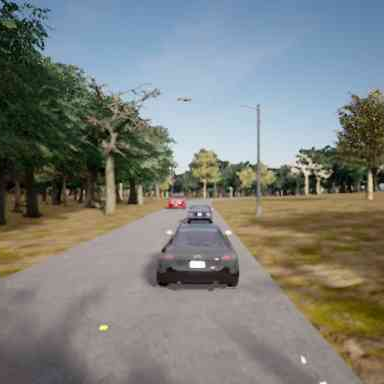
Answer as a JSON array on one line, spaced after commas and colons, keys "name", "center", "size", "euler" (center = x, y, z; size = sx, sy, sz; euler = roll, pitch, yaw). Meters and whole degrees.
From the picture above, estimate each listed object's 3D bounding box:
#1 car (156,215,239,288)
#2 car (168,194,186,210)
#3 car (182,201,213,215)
[{"name": "car", "center": [0.178, 1.573, 9.338], "size": [1.994, 1.385, 4.181], "euler": [0, 0, 2]}, {"name": "car", "center": [-1.928, 1.266, 44.906], "size": [2.150, 2.045, 5.566], "euler": [0, 0, 2]}, {"name": "car", "center": [0.612, 1.573, 25.068], "size": [2.033, 1.411, 5.357], "euler": [0, 0, 2]}]
